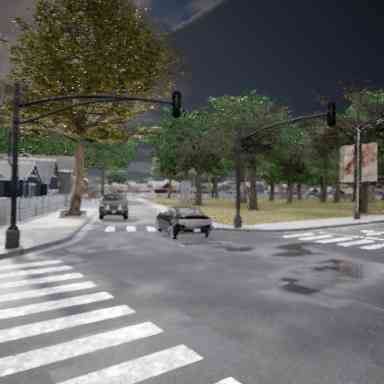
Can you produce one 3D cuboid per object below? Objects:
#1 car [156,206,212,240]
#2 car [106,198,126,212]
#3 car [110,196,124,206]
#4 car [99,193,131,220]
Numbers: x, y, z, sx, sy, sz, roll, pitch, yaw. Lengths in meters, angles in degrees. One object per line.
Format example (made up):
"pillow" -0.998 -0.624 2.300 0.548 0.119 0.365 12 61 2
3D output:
"car" -0.541 1.475 17.104 2.128 1.511 4.902 1 0 -19
"car" -8.473 1.390 37.236 1.994 1.385 4.181 1 0 -12
"car" -11.230 1.298 49.963 1.812 1.442 4.674 1 0 -12
"car" -6.278 1.092 27.286 2.150 2.045 5.566 1 0 -11
